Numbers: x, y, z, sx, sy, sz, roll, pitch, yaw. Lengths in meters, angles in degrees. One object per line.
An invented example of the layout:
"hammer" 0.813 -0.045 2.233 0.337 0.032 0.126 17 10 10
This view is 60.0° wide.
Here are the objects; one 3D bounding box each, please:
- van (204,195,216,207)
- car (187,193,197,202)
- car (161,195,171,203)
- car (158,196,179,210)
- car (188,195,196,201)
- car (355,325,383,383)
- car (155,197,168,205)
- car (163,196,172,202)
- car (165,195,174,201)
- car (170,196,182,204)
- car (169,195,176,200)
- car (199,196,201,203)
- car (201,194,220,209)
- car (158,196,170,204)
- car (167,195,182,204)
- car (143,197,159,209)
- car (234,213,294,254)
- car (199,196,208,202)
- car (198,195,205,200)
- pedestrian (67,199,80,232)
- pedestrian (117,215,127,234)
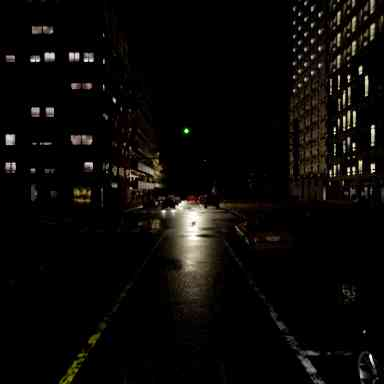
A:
"van" 2.697 1.363 51.146 1.690 1.788 3.998 0 0 0
"car" 0.016 1.282 74.427 2.150 2.045 5.566 0 0 0
"car" -5.678 1.495 73.255 1.967 1.590 4.097 0 0 0
"car" -3.112 1.562 44.529 2.033 1.411 5.357 0 0 -4
"car" 0.019 1.529 84.814 2.033 1.411 5.357 0 0 0
"car" 2.687 1.565 1.941 1.947 1.339 4.313 0 0 0
"car" -5.680 1.587 62.201 2.008 1.369 4.403 0 0 0
"car" -5.677 1.647 78.781 1.802 1.307 4.206 0 0 0
"car" -5.676 1.515 84.308 1.967 1.590 4.097 0 0 0
"car" -3.031 1.532 64.850 2.128 1.511 4.902 0 0 0
"car" -5.673 1.622 95.191 1.752 1.417 4.829 0 0 0
"car" 2.700 1.360 67.725 2.192 1.841 5.009 0 0 0
"car" 2.696 1.331 45.620 2.192 1.841 5.009 0 0 0
"car" -5.679 1.590 67.727 1.887 1.381 4.507 0 0 0
"car" -3.076 1.573 54.657 2.033 1.411 5.357 0 0 0
"car" -5.683 1.566 45.621 2.008 1.369 4.403 0 0 0
"car" 2.689 1.525 13.377 1.752 1.417 4.829 0 0 0
"car" 2.703 1.610 78.779 1.887 1.381 4.507 0 0 0
"car" 2.708 1.623 95.529 1.752 1.417 4.829 0 0 0
"pedestrian" -6.561 1.294 18.575 0.375 1.860 0.375 0 0 0
"pedestrian" -3.693 1.674 17.580 0.500 1.100 0.500 0 0 0
